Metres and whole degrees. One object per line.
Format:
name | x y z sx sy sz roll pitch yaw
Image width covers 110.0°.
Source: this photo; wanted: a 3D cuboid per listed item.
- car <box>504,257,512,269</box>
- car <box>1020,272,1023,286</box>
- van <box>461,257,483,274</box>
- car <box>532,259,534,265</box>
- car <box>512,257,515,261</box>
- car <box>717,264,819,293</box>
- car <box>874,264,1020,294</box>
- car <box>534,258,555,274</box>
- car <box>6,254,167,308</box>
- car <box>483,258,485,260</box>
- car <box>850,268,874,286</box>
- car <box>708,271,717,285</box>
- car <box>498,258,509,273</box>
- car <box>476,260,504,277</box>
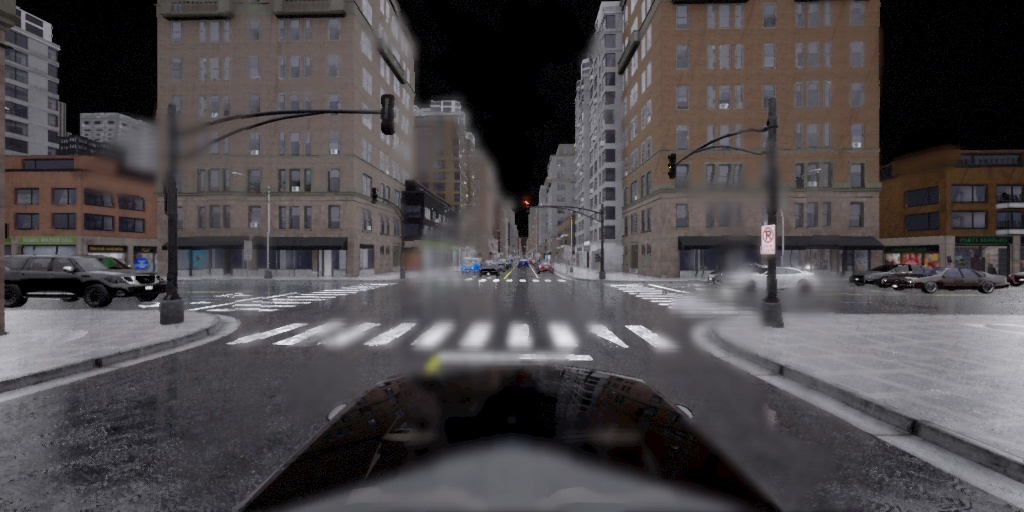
car | -1.488 1.136 54.515 2.097 1.767 4.553 0 0 2
car | 35.046 1.360 23.176 4.181 1.385 1.994 0 0 2
van | -4.707 1.111 41.113 1.690 1.789 3.998 0 0 2
car | 4.002 1.341 46.350 1.948 1.339 4.313 0 0 2
car | -1.114 1.146 64.498 2.097 1.767 4.553 0 0 3
car | 14.769 1.291 20.511 4.674 1.442 1.812 0 0 3
car | 24.356 1.326 20.238 5.357 1.411 2.033 0 0 2
car | 3.814 1.210 40.828 1.967 1.591 4.097 0 0 2
car | -17.665 0.956 14.720 5.566 2.045 2.150 0 0 0
car | -4.519 1.090 46.633 2.192 1.841 5.009 0 0 2
car | 25.063 1.284 23.470 4.892 1.490 1.837 0 0 2
car | 15.646 1.257 23.739 4.902 1.511 2.128 0 0 2
car | -1.812 1.338 44.877 1.994 1.385 4.181 0 0 3
car | -2.142 1.365 35.794 1.895 1.301 4.718 0 0 2
